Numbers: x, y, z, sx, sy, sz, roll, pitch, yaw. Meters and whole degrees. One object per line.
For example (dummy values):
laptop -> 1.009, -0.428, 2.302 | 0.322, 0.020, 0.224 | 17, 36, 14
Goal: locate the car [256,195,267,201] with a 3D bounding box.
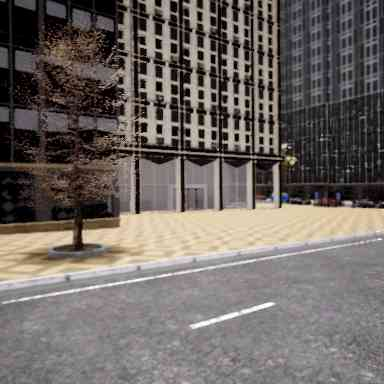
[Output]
car -> 14.756, 1.295, 73.260 | 1.802, 1.307, 4.206 | 0, 1, -35

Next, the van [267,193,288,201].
van -> 18.002, 1.099, 68.592 | 1.690, 1.788, 3.998 | 0, 1, -35

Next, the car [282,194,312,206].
car -> 17.571, 1.519, 54.449 | 1.947, 1.339, 4.313 | 0, 1, -35

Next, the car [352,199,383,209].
car -> 24.002, 1.607, 45.074 | 1.947, 1.339, 4.313 | 0, 1, -35

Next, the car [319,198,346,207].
car -> 20.770, 1.579, 49.751 | 1.802, 1.307, 4.206 | 0, 1, -35
